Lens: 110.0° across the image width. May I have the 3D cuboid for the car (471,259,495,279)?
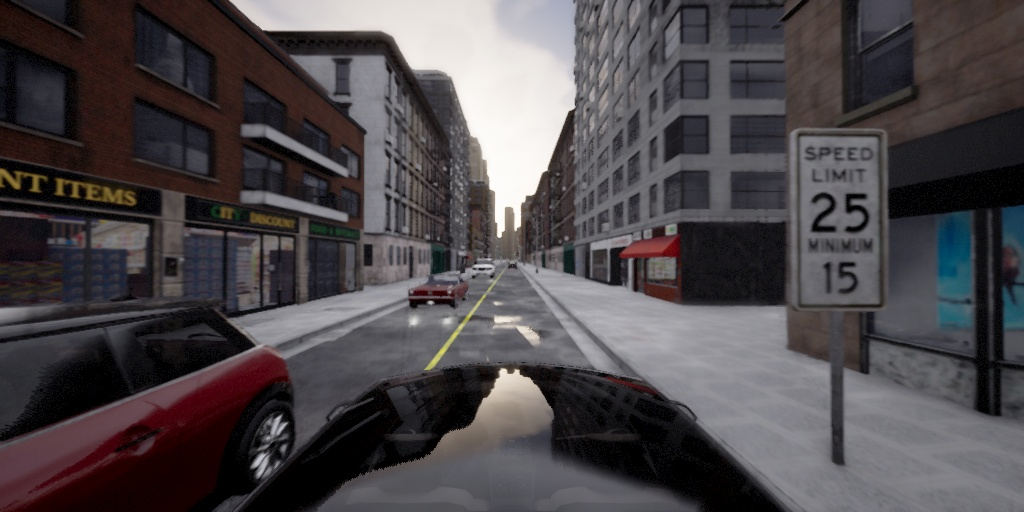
[{"bbox_3d":[-2.969,1.290,38.112,2.150,2.045,5.566,0,-1,0],"label":"car"}]

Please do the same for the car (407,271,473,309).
[{"bbox_3d":[-3.068,1.470,15.686,1.895,1.301,4.718,0,0,0],"label":"car"}]

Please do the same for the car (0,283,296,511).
[{"bbox_3d":[-3.100,1.098,1.493,2.097,1.767,4.553,0,0,0],"label":"car"}]
